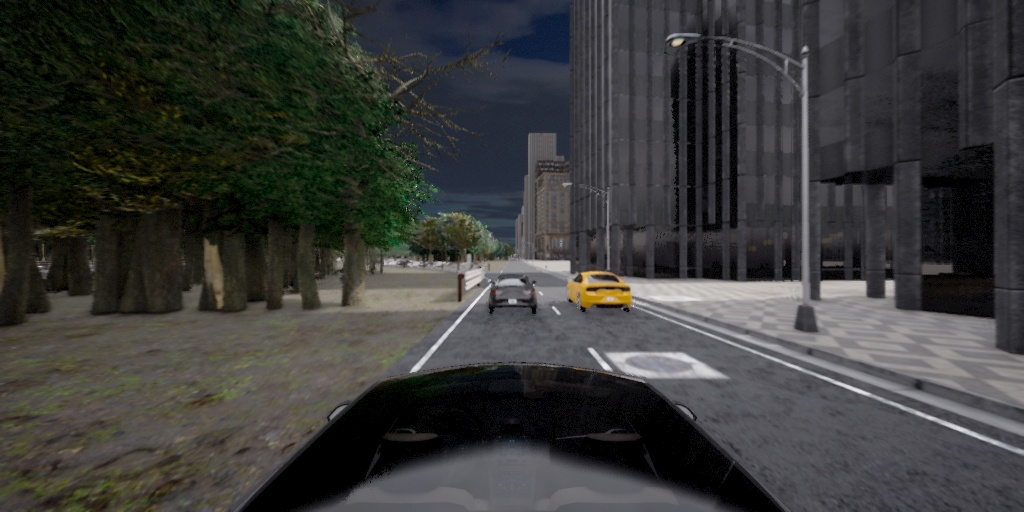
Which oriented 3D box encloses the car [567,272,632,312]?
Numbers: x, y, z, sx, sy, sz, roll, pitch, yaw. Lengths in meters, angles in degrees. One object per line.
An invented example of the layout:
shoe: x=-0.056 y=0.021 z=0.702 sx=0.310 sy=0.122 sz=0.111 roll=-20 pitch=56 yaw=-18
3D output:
car: x=3.550 y=1.403 z=15.335 sx=1.882 sy=1.535 sz=5.008 roll=0 pitch=0 yaw=1

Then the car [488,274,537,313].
car: x=0.045 y=1.444 z=14.838 sx=1.812 sy=1.442 sz=4.674 roll=0 pitch=0 yaw=1
